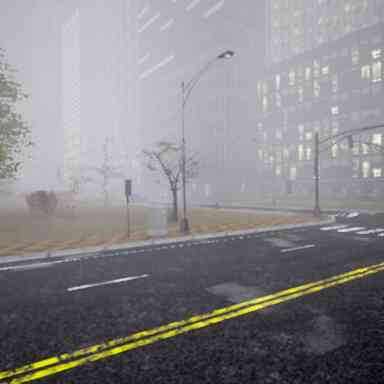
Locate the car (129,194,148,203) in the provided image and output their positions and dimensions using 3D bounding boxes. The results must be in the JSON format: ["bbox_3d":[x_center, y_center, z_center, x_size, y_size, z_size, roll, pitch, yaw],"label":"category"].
[{"bbox_3d":[-9.170,1.108,56.107,1.882,1.535,5.008,-1,0,-35],"label":"car"}]
